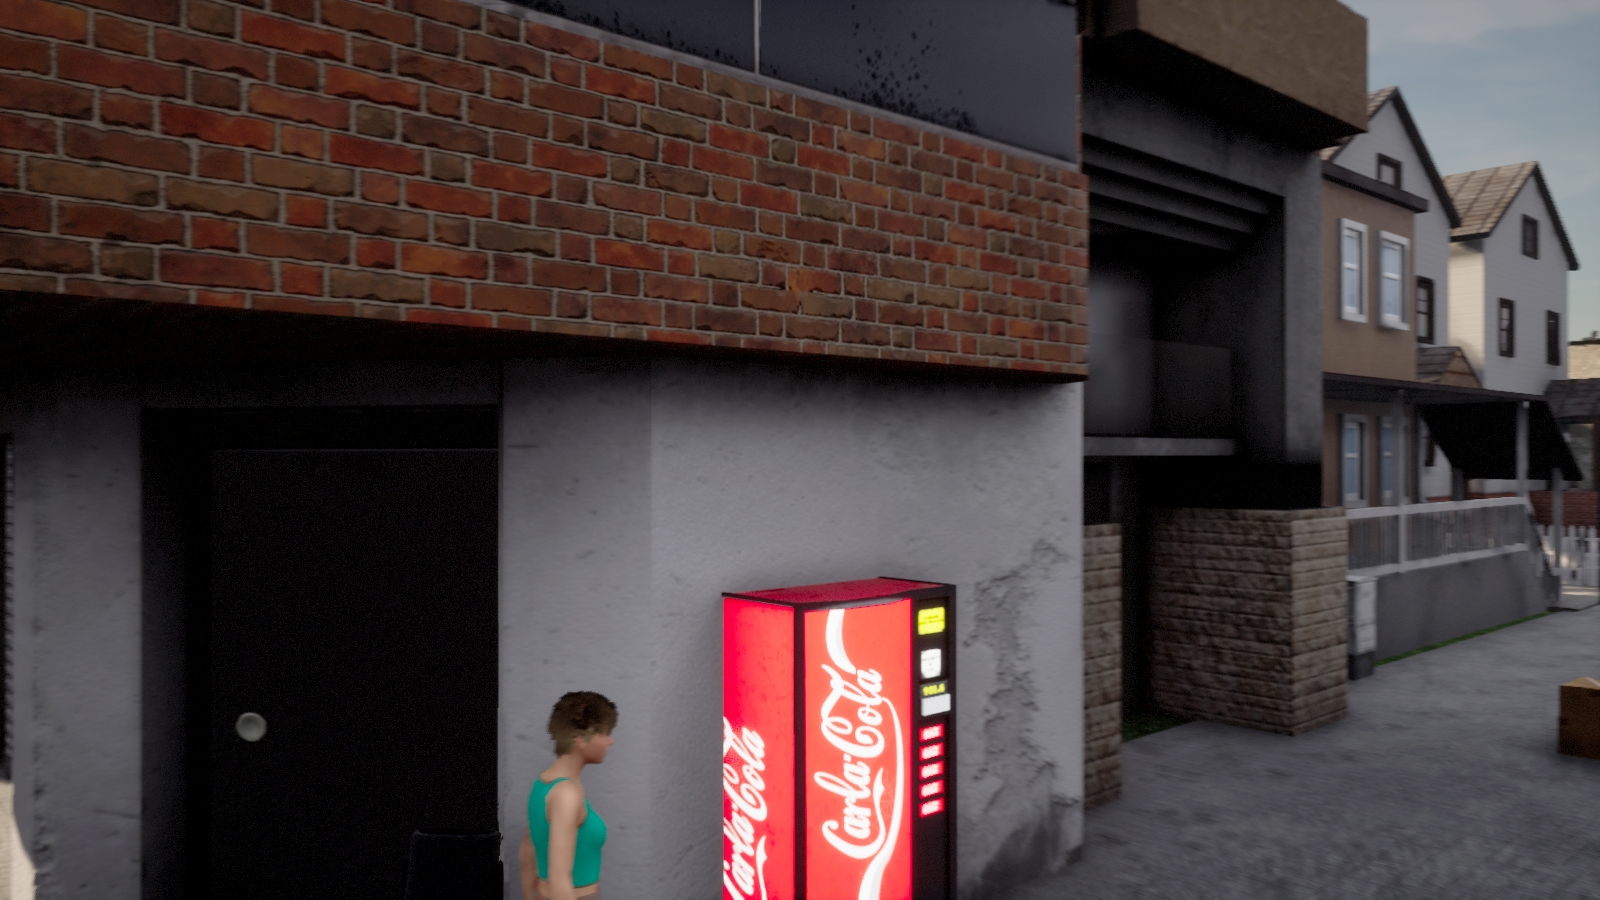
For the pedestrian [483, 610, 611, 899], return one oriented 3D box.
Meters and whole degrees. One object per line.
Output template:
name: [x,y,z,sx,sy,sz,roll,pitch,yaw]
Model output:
pedestrian: [-0.917,1.540,4.119,0.375,1.860,0.375,0,0,-26]
